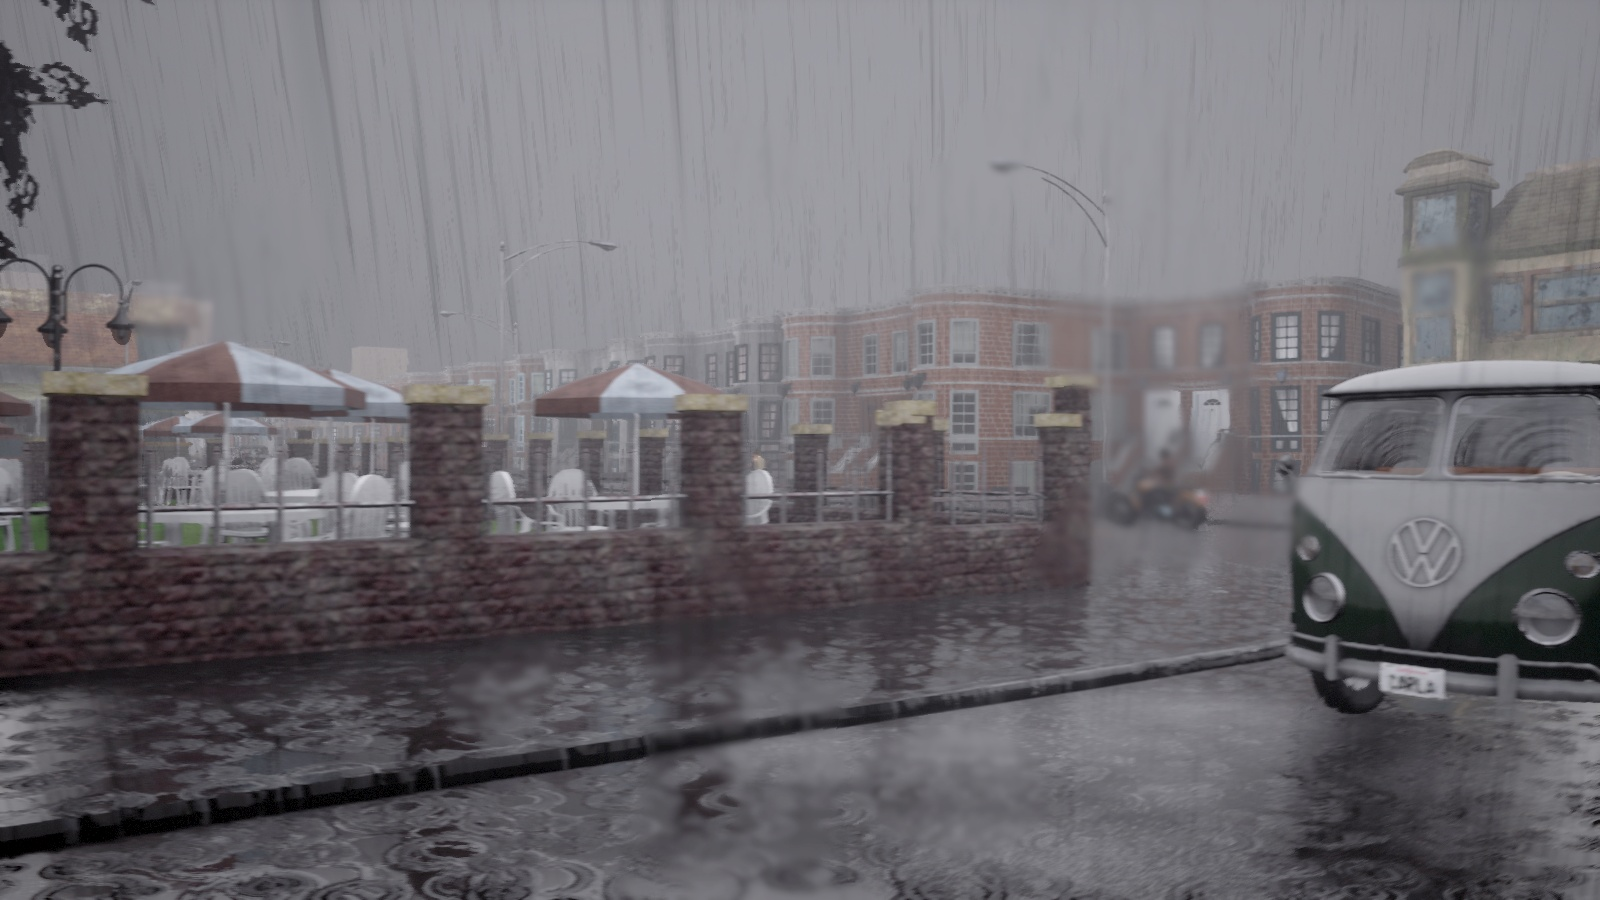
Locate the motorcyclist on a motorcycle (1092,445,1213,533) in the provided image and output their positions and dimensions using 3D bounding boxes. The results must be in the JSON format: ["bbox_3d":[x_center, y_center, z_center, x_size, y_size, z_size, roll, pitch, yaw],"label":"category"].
[{"bbox_3d":[6.920,0.741,24.771,0.766,1.649,2.350,0,0,-35],"label":"motorcyclist on a motorcycle"}]

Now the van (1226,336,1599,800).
[{"bbox_3d":[4.477,0.507,7.491,4.442,1.987,1.775,0,0,-43],"label":"van"}]

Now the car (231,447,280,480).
[{"bbox_3d":[-32.052,0.790,73.873,1.905,1.878,3.866,0,0,-35],"label":"car"}]
